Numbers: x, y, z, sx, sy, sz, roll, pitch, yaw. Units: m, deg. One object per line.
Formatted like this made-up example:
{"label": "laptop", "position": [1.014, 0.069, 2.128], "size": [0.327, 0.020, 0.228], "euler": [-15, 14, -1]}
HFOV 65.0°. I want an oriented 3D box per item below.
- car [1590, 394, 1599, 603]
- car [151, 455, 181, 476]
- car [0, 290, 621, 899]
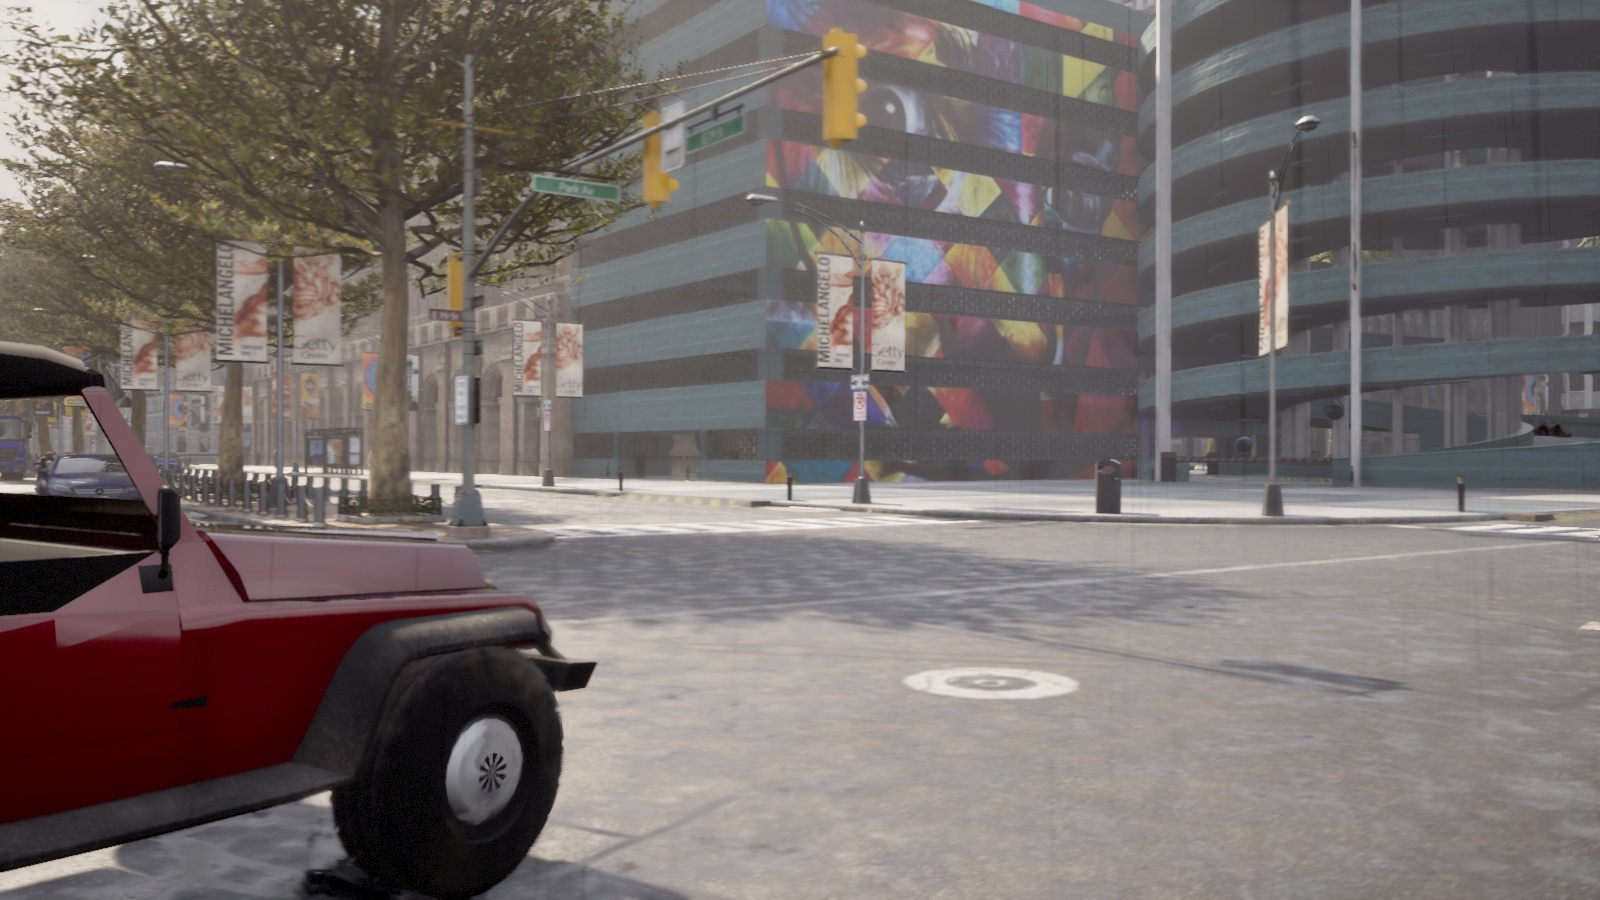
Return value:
{"label": "car", "position": [10.786, 0.471, 12.248], "size": [5.566, 2.045, 2.150], "euler": [0, 0, -18]}
{"label": "car", "position": [-44.741, 1.071, 88.729], "size": [1.816, 1.474, 4.193], "euler": [0, 0, -26]}
{"label": "car", "position": [-2.585, 0.555, 3.732], "size": [1.905, 1.878, 3.866], "euler": [0, 0, 36]}
